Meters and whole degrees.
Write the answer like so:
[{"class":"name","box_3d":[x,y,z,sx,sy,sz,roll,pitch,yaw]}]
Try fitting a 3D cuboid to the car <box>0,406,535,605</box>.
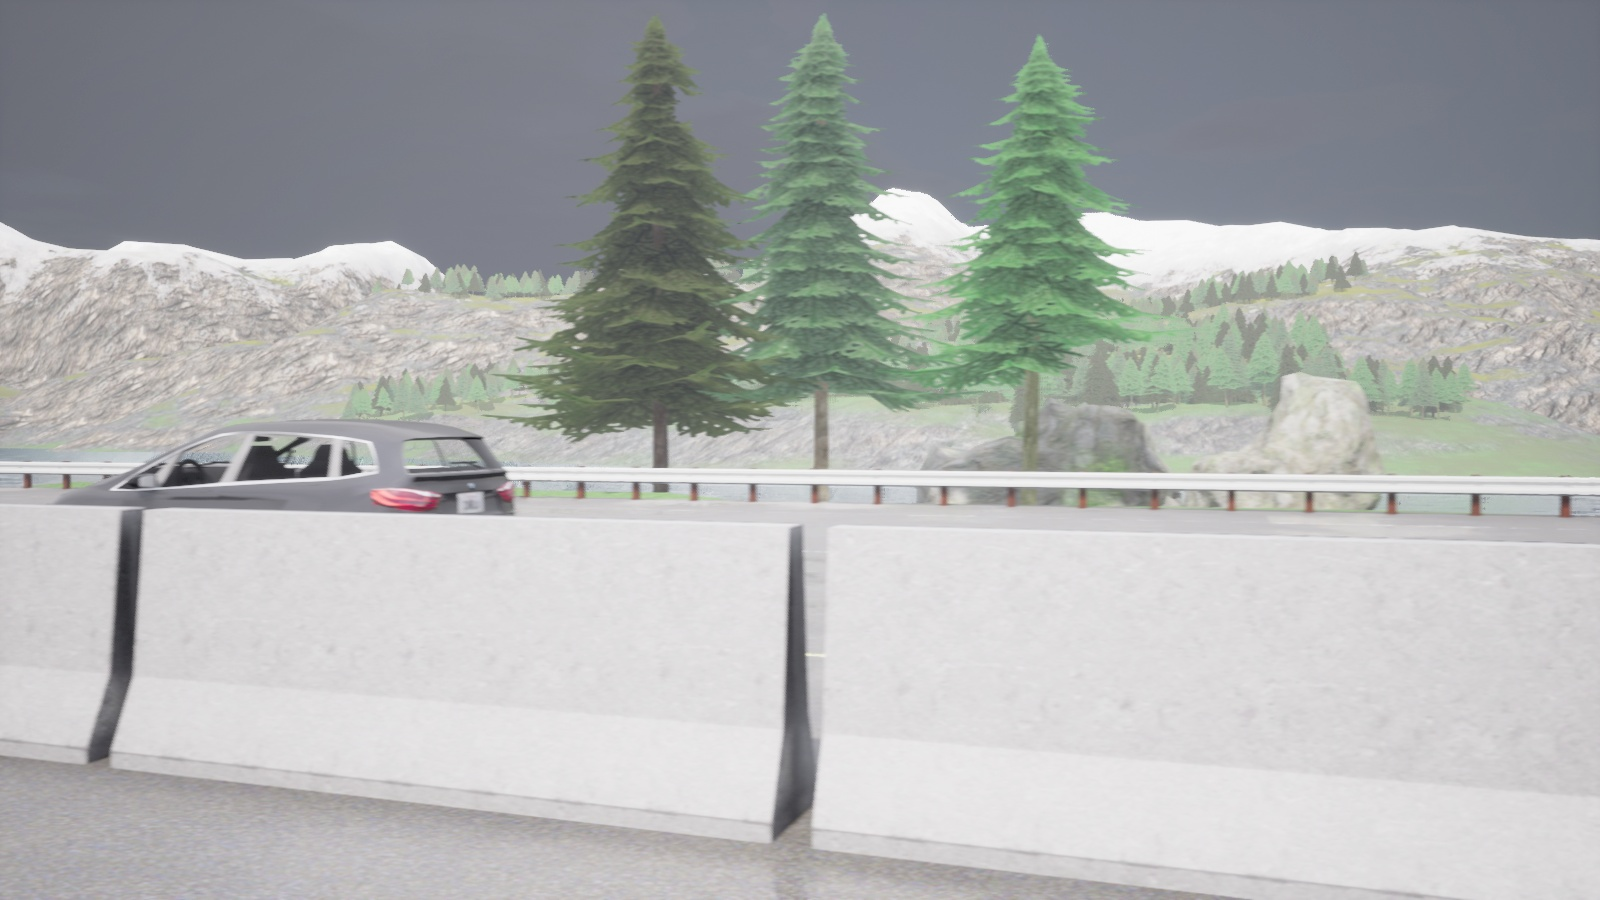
[{"class":"car","box_3d":[-5.221,0.427,12.333,4.611,1.667,2.242,1,1,19]}]
